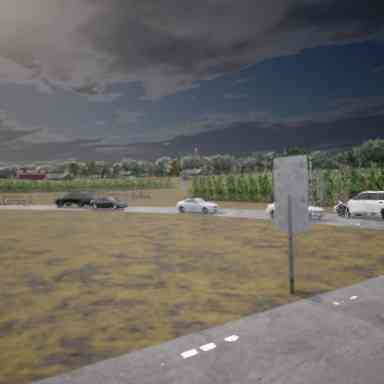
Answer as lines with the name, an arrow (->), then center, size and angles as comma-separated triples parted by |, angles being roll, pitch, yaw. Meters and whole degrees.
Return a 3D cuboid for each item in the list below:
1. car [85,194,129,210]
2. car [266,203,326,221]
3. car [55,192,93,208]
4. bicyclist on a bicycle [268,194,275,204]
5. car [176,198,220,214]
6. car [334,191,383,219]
car -> -9.789, 1.335, 39.261 | 4.892, 1.490, 1.837 | 0, 2, 25
car -> 7.928, 1.327, 25.694 | 1.812, 1.442, 4.674 | -3, 2, -42
car -> -15.680, 0.980, 44.707 | 5.566, 2.045, 2.150 | 0, 2, 18
bicyclist on a bicycle -> 8.293, 1.031, 34.274 | 0.582, 1.620, 1.656 | 1, 1, 43
car -> 0.517, 1.310, 32.845 | 4.674, 1.442, 1.812 | 0, 2, 38
car -> 13.221, 0.921, 24.190 | 2.150, 2.045, 5.566 | -2, 2, -33
